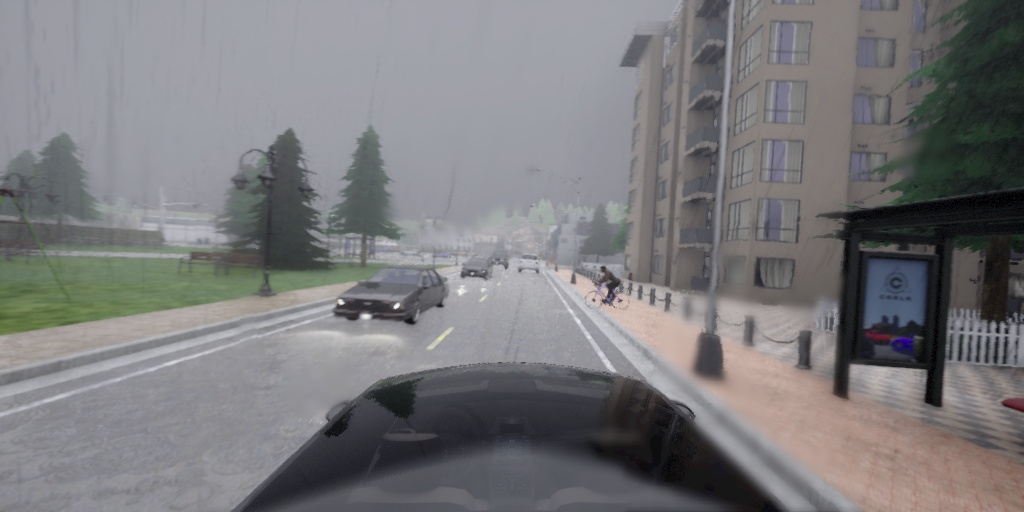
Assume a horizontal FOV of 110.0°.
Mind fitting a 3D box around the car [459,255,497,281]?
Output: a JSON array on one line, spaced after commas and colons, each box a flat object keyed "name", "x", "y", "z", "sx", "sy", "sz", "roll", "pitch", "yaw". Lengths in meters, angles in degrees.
[{"name": "car", "x": -2.472, "y": 0.906, "z": 26.066, "sx": 1.837, "sy": 1.490, "sz": 4.892, "roll": 4, "pitch": 0, "yaw": 3}]

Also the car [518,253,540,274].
[{"name": "car", "x": 1.876, "y": 0.783, "z": 39.177, "sx": 2.150, "sy": 2.045, "sz": 5.566, "roll": 4, "pitch": 0, "yaw": 3}]

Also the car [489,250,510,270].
[{"name": "car", "x": -1.486, "y": 0.358, "z": 42.713, "sx": 2.150, "sy": 2.045, "sz": 5.566, "roll": 4, "pitch": 0, "yaw": 3}]

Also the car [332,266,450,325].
[{"name": "car", "x": -3.261, "y": 1.021, "z": 11.031, "sx": 2.033, "sy": 1.411, "sz": 5.357, "roll": 4, "pitch": 0, "yaw": 3}]

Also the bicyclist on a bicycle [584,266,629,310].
[{"name": "bicyclist on a bicycle", "x": 3.515, "y": 1.184, "z": 13.249, "sx": 1.656, "sy": 1.620, "sz": 0.582, "roll": 1, "pitch": 0, "yaw": 3}]
